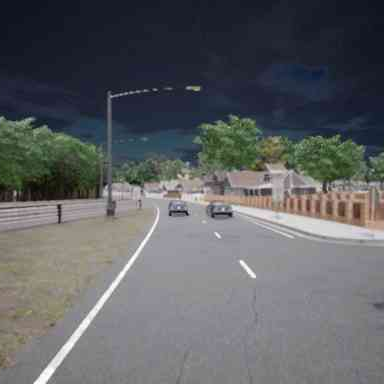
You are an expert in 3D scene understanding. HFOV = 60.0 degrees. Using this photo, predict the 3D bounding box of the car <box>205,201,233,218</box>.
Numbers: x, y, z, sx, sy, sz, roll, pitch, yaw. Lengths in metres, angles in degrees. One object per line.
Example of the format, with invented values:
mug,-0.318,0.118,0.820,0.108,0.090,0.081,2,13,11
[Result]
car,2.331,1.466,29.492,2.033,1.411,5.357,0,0,-5

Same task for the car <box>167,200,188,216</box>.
car,-1.398,1.473,32.163,2.033,1.411,5.357,0,0,-5
